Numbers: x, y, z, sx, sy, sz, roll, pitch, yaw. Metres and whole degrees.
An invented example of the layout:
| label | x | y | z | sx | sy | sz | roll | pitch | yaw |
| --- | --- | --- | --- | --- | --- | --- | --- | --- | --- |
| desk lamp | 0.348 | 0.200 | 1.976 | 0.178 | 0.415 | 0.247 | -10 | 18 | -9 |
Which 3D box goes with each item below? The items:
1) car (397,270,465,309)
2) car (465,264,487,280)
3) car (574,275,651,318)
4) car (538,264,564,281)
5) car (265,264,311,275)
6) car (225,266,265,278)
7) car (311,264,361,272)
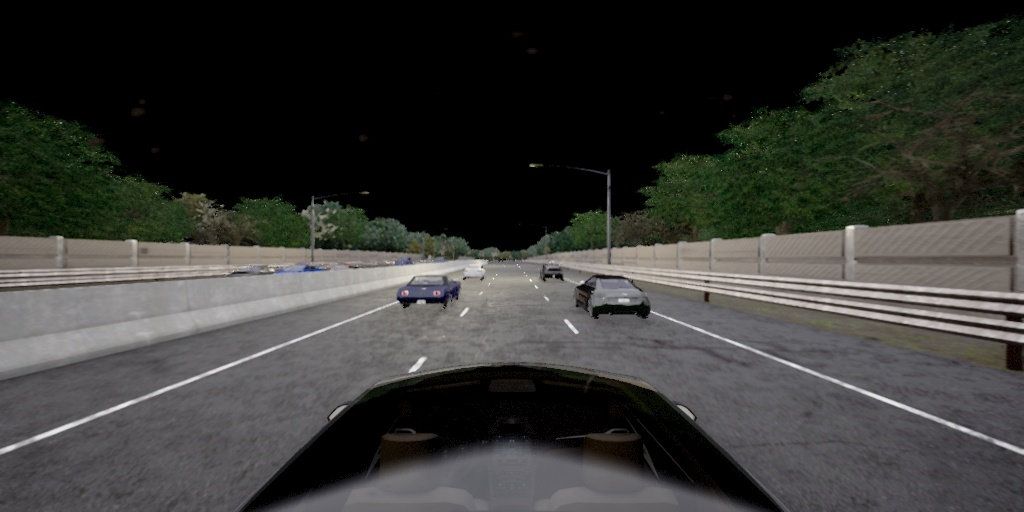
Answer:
| label | x | y | z | sx | sy | sz | roll | pitch | yaw |
| --- | --- | --- | --- | --- | --- | --- | --- | --- | --- |
| car | -3.425 | 1.465 | 15.754 | 1.895 | 1.301 | 4.718 | 0 | 0 | 0 |
| car | -3.454 | 1.495 | 33.619 | 1.812 | 1.442 | 4.674 | 0 | 0 | 0 |
| car | 3.574 | 1.410 | 13.467 | 1.994 | 1.385 | 4.181 | 0 | 0 | 0 |
| car | 3.547 | 1.471 | 32.784 | 1.837 | 1.490 | 4.892 | 0 | 0 | 0 |
| car | -17.645 | 1.431 | 29.791 | 1.882 | 1.535 | 5.008 | 0 | 0 | 0 |
| car | -21.147 | 1.501 | 29.869 | 2.033 | 1.411 | 5.357 | 0 | 0 | 0 |
| car | -14.145 | 1.431 | 29.801 | 1.882 | 1.535 | 5.008 | 0 | 0 | 0 |
